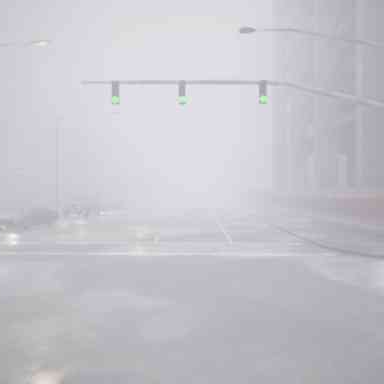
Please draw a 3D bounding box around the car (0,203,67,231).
[{"bbox_3d":[-10.398,1.586,21.349,2.033,1.411,5.357,0,0,4],"label":"car"}]

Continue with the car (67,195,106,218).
[{"bbox_3d":[-10.176,1.277,31.337,2.150,2.045,5.566,0,0,2],"label":"car"}]

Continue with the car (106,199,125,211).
[{"bbox_3d":[-9.864,1.621,41.912,2.033,1.411,5.357,0,0,3],"label":"car"}]
